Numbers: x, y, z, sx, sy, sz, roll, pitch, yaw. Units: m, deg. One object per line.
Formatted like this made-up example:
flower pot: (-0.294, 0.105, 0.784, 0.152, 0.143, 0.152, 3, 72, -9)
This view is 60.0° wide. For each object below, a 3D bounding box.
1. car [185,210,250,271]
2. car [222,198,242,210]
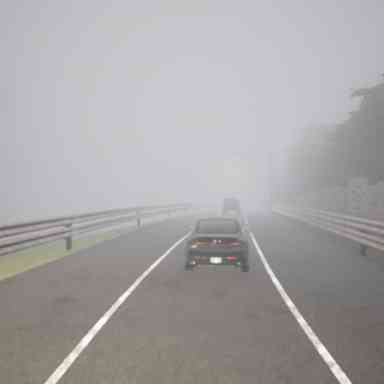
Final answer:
car: (0.871, 1.562, 11.186, 1.837, 1.490, 4.892, 0, 0, 6)
car: (4.953, 1.781, 41.485, 2.150, 2.045, 5.566, 0, -2, 10)
